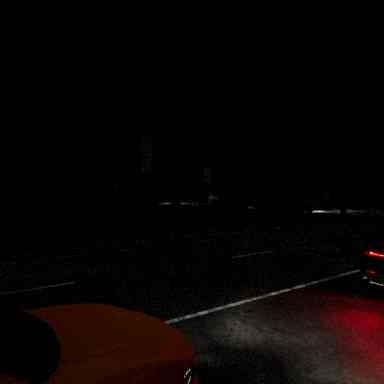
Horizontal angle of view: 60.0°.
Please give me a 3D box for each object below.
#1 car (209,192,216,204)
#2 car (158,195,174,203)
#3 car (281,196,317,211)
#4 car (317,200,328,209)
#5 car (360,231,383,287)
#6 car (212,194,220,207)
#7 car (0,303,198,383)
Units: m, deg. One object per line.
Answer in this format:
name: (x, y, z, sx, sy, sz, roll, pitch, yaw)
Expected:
car: (4.905, 0.986, 49.773, 2.150, 2.045, 5.566, -1, 0, -38)
car: (-5.187, 1.262, 62.447, 2.128, 1.511, 4.902, -1, 0, -38)
car: (11.019, 1.350, 36.564, 1.994, 1.385, 4.181, -1, 0, -39)
car: (13.429, 1.234, 39.150, 1.882, 1.535, 5.008, -1, 0, -39)
car: (5.930, 1.468, 7.976, 4.892, 1.490, 1.837, 0, 0, -35)
car: (5.068, 1.354, 43.981, 1.994, 1.385, 4.181, -1, 0, -39)
car: (-2.225, 1.478, 2.141, 5.008, 1.535, 1.882, 0, 0, -36)
